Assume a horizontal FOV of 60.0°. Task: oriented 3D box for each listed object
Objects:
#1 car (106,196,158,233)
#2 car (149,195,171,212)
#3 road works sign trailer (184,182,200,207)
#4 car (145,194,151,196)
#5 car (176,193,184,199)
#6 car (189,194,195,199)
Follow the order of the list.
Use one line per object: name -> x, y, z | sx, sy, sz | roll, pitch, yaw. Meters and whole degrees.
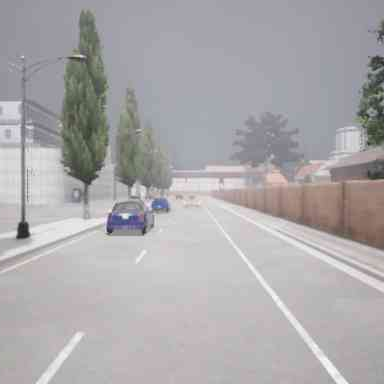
car -> -3.404, 1.296, 19.129 | 2.097, 1.767, 4.553 | 0, 0, 0
car -> -3.407, 1.370, 37.035 | 1.882, 1.535, 5.008 | 0, 0, 0
road works sign trailer -> -0.010, 0.328, 47.250 | 2.380, 3.560, 2.880 | 0, 0, 0
car -> -11.520, 1.285, 88.025 | 2.033, 1.411, 5.357 | 0, 0, 0
car -> -3.521, 1.239, 92.482 | 2.128, 1.511, 4.902 | 0, 0, 0
car -> -0.021, 1.309, 92.513 | 1.895, 1.301, 4.718 | 0, 0, 0
